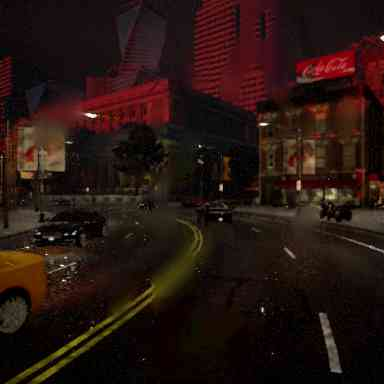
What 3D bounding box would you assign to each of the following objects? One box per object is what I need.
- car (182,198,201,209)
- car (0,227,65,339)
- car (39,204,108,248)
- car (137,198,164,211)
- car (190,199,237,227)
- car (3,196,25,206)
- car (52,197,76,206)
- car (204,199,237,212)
[{"bbox_3d":[0.401,1.507,44.048,2.002,1.452,4.674,0,0,-33],"label":"car"},{"bbox_3d":[-4.154,1.491,4.142,1.882,1.535,5.008,0,0,20],"label":"car"},{"bbox_3d":[-5.210,1.519,14.943,1.837,1.490,4.892,1,0,2],"label":"car"},{"bbox_3d":[-5.084,1.512,40.253,1.837,1.490,4.892,0,0,-31],"label":"car"},{"bbox_3d":[1.430,1.481,23.019,2.128,1.511,4.902,0,0,-8],"label":"car"},{"bbox_3d":[-29.229,1.437,54.312,4.553,1.767,2.097,0,0,38],"label":"car"},{"bbox_3d":[-19.784,1.547,51.263,4.902,1.511,2.128,0,0,40],"label":"car"},{"bbox_3d":[3.293,1.574,39.101,1.895,1.301,4.718,0,0,-23],"label":"car"}]
